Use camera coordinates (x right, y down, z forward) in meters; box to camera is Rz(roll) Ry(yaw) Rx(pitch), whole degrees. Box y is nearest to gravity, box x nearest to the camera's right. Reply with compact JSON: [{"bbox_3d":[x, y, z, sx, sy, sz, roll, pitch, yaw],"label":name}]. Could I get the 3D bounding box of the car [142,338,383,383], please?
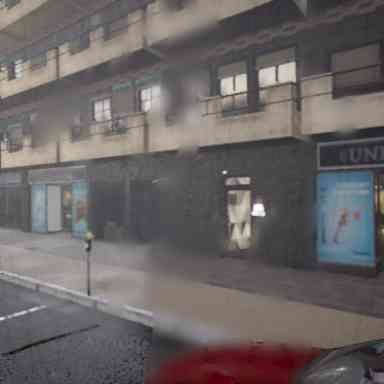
[{"bbox_3d":[1.461,1.583,1.848,4.206,1.307,1.802,0,-1,35],"label":"car"}]
